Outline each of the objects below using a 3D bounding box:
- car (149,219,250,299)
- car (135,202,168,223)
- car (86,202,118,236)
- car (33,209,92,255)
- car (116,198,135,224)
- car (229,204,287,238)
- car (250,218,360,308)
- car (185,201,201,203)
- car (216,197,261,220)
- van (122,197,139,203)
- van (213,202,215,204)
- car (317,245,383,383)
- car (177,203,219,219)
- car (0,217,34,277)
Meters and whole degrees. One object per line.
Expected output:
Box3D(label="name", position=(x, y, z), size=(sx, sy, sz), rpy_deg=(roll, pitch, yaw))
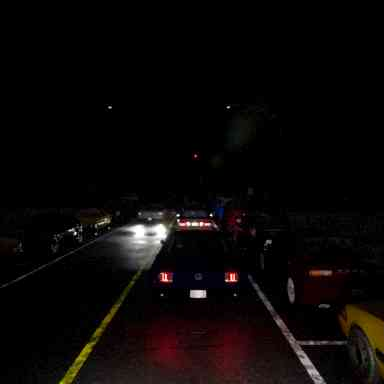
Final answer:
Box3D(label="car", position=(0.121, 1.601, 8.381), size=(1.895, 1.301, 4.718), rpy_deg=(0, 0, 0))
Box3D(label="car", position=(-2.951, 1.605, 25.581), size=(1.895, 1.301, 4.718), rpy_deg=(0, 0, 1))
Box3D(label="car", position=(-5.720, 1.527, 18.516), size=(1.752, 1.417, 4.829), rpy_deg=(0, 0, 0))
Box3D(label="car", position=(-5.733, 1.567, 13.249), size=(1.947, 1.339, 4.313), rpy_deg=(0, 0, 0))
Box3D(label="car", position=(-5.706, 1.443, 24.124), size=(1.967, 1.590, 4.097), rpy_deg=(0, 0, 0))
Box3D(label="car", position=(2.792, 1.441, 13.227), size=(1.967, 1.590, 4.097), rpy_deg=(0, 0, 0))
Box3D(label="car", position=(2.779, 1.545, 7.790), size=(1.887, 1.381, 4.507), rpy_deg=(0, 0, 0))
Box3D(label="car", position=(0.065, 1.482, 27.799), size=(1.882, 1.535, 5.008), rpy_deg=(0, 0, 0))
Box3D(label="car", position=(2.806, 1.317, 18.665), size=(2.192, 1.841, 5.009), rpy_deg=(0, 0, 0))
Box3D(label="van", position=(-5.693, 1.346, 29.562), size=(1.690, 1.788, 3.998), rpy_deg=(0, 0, 0))
Box3D(label="van", position=(2.833, 1.346, 29.540), size=(1.690, 1.788, 3.998), rpy_deg=(0, 0, 0))
Box3D(label="car", position=(2.766, 1.525, 2.522), size=(1.752, 1.417, 4.829), rpy_deg=(0, 0, 0))
Box3D(label="car", position=(0.141, 1.549, 17.972), size=(2.033, 1.411, 5.357), rpy_deg=(0, 0, 0))
Box3D(label="car", position=(-5.747, 1.526, 7.641), size=(1.752, 1.417, 4.829), rpy_deg=(0, 0, 0))
